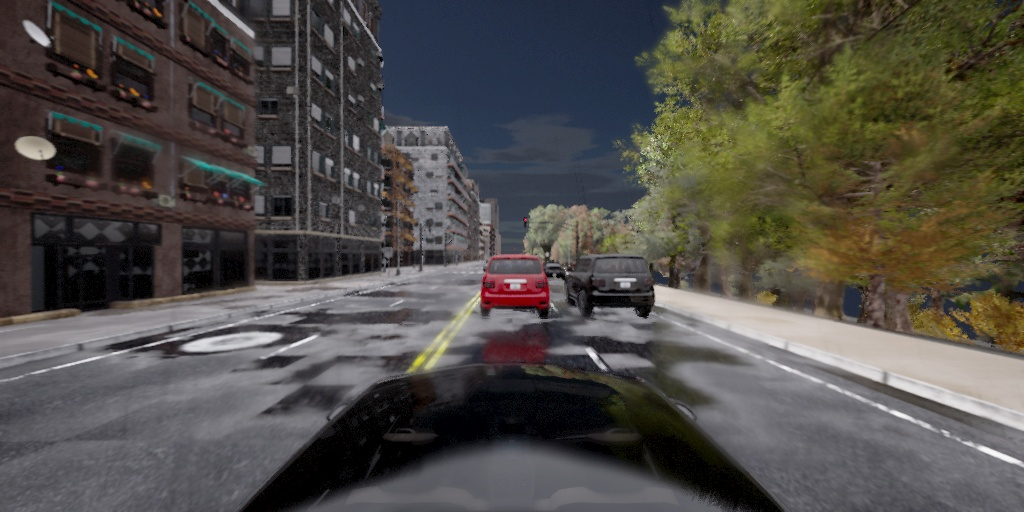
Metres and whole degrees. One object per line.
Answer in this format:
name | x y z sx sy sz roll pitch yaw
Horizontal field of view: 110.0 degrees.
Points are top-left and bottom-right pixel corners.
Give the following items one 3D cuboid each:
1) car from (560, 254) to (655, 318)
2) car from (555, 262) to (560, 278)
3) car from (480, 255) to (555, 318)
car | 3.346 0.968 13.240 2.150 2.045 5.566 0 0 0
car | 3.354 1.258 30.578 1.837 1.490 4.892 0 0 0
car | 0.095 0.971 13.063 2.150 2.045 5.566 0 0 0
